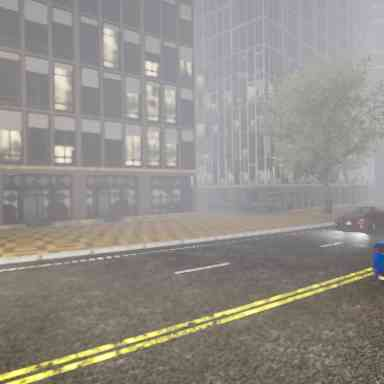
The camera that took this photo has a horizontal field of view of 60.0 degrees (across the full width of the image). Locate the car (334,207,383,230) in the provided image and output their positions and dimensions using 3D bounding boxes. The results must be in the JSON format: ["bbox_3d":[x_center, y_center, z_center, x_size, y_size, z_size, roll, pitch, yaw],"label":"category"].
[{"bbox_3d":[10.491,1.602,20.350,4.181,1.385,1.994,0,0,-40],"label":"car"}]

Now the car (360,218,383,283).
[{"bbox_3d":[6.475,1.487,8.455,5.008,1.535,1.882,0,0,-38],"label":"car"}]
